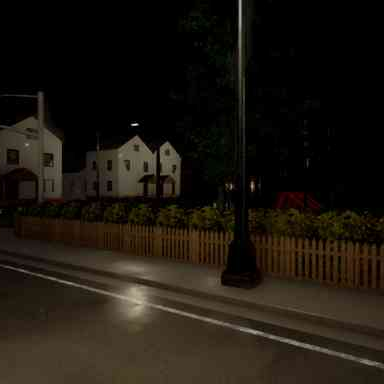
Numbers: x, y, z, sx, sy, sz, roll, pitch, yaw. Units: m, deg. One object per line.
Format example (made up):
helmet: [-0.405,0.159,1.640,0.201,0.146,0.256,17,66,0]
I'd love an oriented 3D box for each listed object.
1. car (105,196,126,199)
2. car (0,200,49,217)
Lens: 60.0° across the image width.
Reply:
car: [-9.400,1.352,38.817,2.097,1.767,4.553,0,0,35]
car: [-15.048,1.491,30.648,2.128,1.511,4.902,0,0,35]
